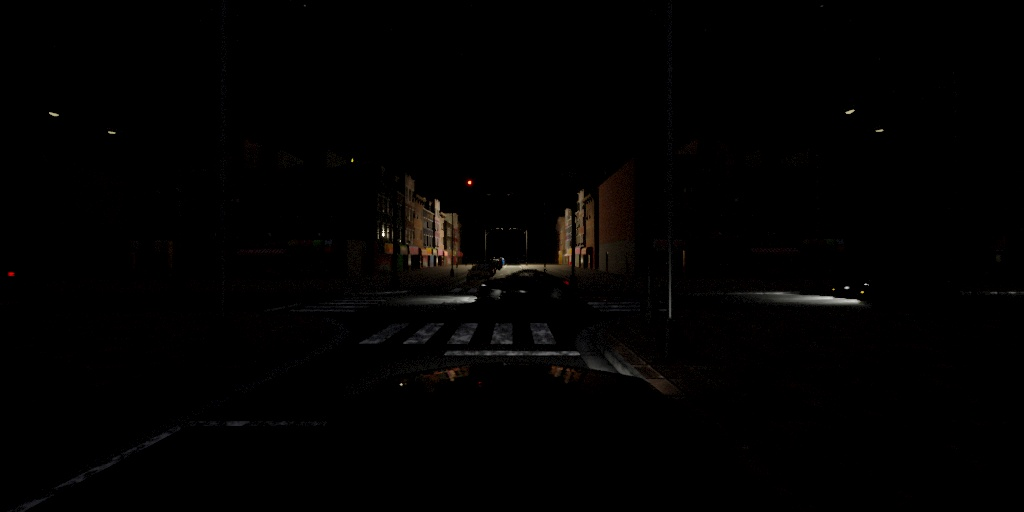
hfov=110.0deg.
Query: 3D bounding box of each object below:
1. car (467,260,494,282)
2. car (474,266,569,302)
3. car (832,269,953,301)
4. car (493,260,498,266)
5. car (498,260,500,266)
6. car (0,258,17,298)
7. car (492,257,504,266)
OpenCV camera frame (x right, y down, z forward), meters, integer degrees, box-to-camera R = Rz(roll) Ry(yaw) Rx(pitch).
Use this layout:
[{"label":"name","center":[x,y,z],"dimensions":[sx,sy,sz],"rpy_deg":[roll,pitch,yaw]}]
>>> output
[{"label":"car","center":[-2.622,1.294,28.686],"dimensions":[1.751,1.417,4.829],"rpy_deg":[0,0,0]},{"label":"car","center":[0.558,1.326,16.682],"dimensions":[4.181,1.385,1.994],"rpy_deg":[0,0,0]},{"label":"car","center":[17.545,1.292,16.651],"dimensions":[4.181,1.385,1.994],"rpy_deg":[0,0,0]},{"label":"car","center":[-2.619,1.322,34.461],"dimensions":[1.888,1.381,4.507],"rpy_deg":[0,0,0]},{"label":"car","center":[-2.616,1.369,40.066],"dimensions":[1.802,1.307,4.207],"rpy_deg":[0,0,0]},{"label":"car","center":[-26.924,1.037,16.742],"dimensions":[5.566,2.045,2.150],"rpy_deg":[0,0,0]},{"label":"car","center":[-2.610,1.252,51.276],"dimensions":[1.967,1.591,4.097],"rpy_deg":[0,0,0]}]
